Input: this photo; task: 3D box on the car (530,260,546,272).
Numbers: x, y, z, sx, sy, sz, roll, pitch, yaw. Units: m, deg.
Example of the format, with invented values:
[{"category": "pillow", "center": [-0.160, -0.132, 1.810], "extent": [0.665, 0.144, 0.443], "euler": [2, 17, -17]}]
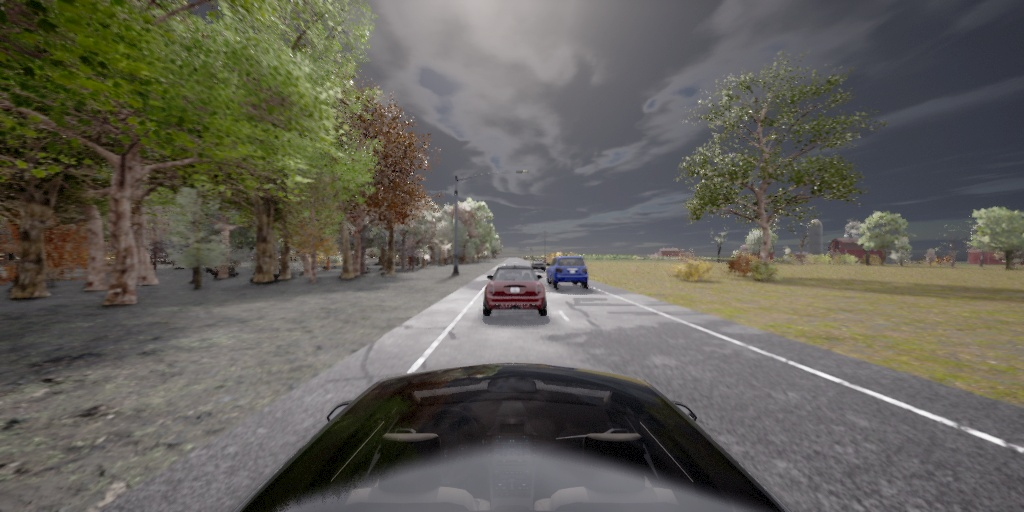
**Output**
[{"category": "car", "center": [3.590, 1.361, 50.109], "extent": [1.837, 1.490, 4.892], "euler": [0, 0, 0]}]

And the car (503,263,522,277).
[{"category": "car", "center": [0.091, 1.434, 38.137], "extent": [1.895, 1.301, 4.718], "euler": [0, 0, 0]}]

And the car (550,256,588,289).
[{"category": "car", "center": [3.595, 1.028, 23.925], "extent": [2.150, 2.045, 5.566], "euler": [0, 0, 0]}]

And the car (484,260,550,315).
[{"category": "car", "center": [0.098, 1.132, 13.791], "extent": [2.097, 1.767, 4.553], "euler": [0, 0, 0]}]
